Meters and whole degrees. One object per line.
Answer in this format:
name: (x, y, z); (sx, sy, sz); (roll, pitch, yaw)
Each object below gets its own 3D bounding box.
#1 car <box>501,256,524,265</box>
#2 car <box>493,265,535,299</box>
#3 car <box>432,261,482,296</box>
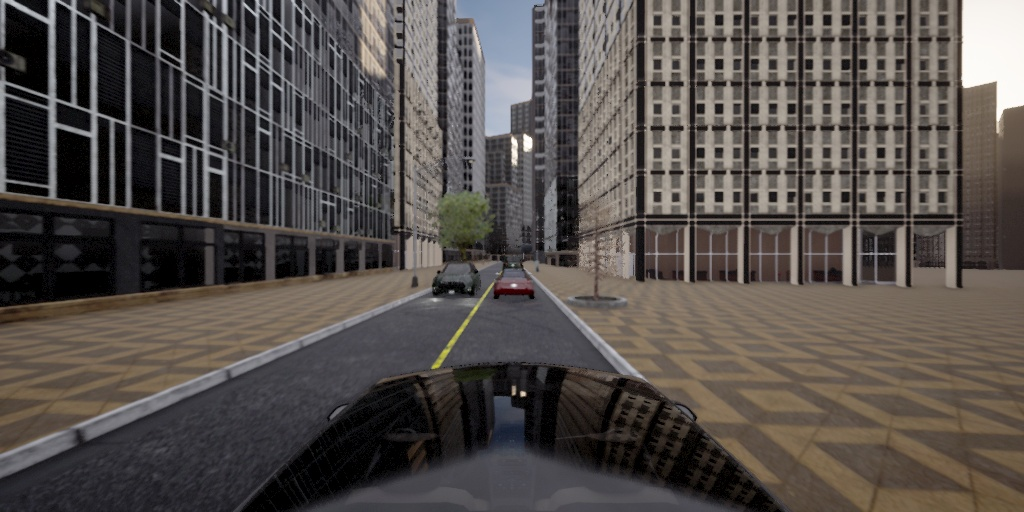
car: (0.087, 0.999, 37.249); (2.150, 2.045, 5.566); (0, 0, 0)
car: (0.094, 1.321, 18.321); (1.994, 1.385, 4.181); (0, 0, 0)
car: (-2.826, 1.109, 19.106); (2.097, 1.767, 4.553); (0, 0, 0)
